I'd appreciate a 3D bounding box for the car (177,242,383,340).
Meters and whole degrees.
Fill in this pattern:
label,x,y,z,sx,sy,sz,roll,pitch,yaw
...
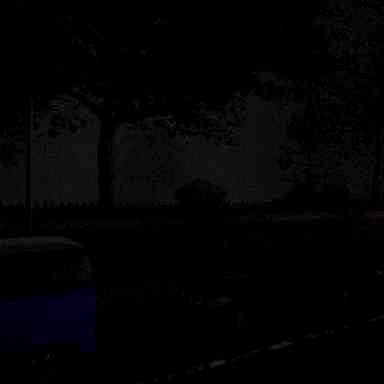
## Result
label,x,y,z,sx,sy,sz,roll,pitch,yaw
car,1.749,1.793,6.796,4.206,1.307,1.802,1,-2,-28

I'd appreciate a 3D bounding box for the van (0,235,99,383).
label,x,y,z,sx,sy,sz,roll,pitch,yaw
van,-3.205,1.505,4.124,3.998,1.788,1.690,1,-2,-28
